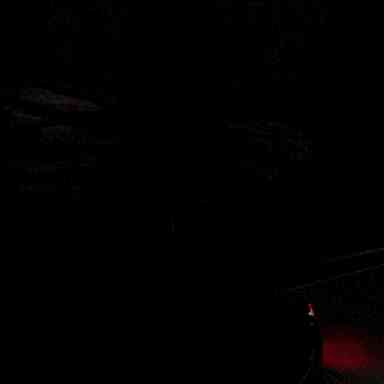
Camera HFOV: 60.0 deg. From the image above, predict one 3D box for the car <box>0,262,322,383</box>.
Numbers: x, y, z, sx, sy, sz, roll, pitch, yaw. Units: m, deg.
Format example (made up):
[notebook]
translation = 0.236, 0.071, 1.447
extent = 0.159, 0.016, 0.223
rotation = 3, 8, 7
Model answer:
[car]
translation = -0.465, 1.563, 3.658
extent = 4.181, 1.385, 1.994
rotation = 0, 0, -36
